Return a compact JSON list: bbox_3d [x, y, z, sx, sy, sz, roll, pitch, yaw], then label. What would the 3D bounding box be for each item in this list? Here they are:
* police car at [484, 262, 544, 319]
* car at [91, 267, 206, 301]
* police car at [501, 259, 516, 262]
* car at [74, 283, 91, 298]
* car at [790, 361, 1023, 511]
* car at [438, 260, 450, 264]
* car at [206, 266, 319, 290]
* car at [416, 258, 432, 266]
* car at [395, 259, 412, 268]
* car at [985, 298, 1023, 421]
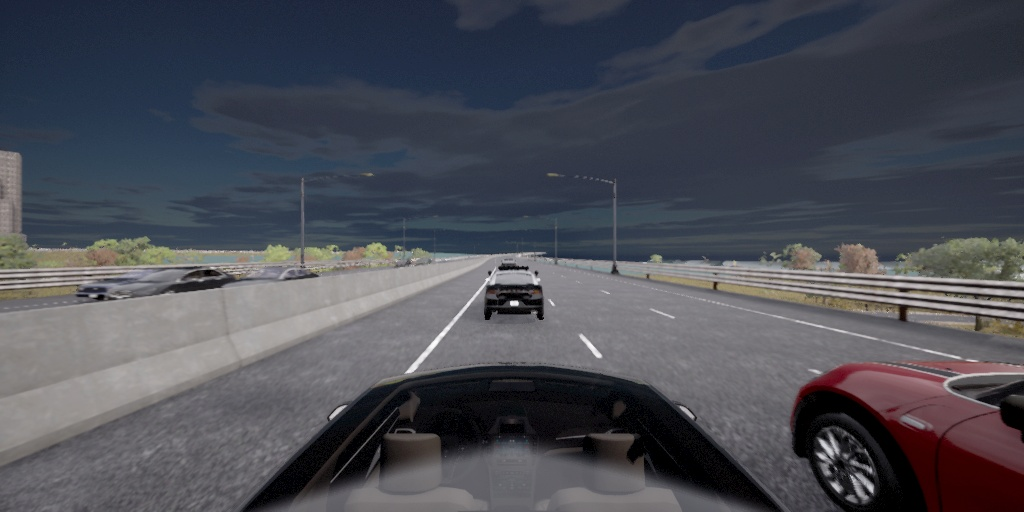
[{"bbox_3d":[0.051,1.173,13.019,1.930,1.638,5.238,0,0,0],"label":"police car"},{"bbox_3d":[-14.166,1.255,15.346,1.837,1.490,4.892,0,0,0],"label":"car"},{"bbox_3d":[-0.427,1.154,43.955,1.930,1.638,5.238,0,0,-1],"label":"police car"},{"bbox_3d":[-17.684,1.297,17.780,2.033,1.411,5.357,0,0,-1],"label":"car"},{"bbox_3d":[3.592,1.101,1.378,2.097,1.767,4.553,0,0,0],"label":"car"},{"bbox_3d":[-11.533,1.291,61.515,1.994,1.385,4.181,0,0,-2],"label":"car"},{"bbox_3d":[-10.674,1.241,16.293,2.128,1.511,4.902,0,0,-1],"label":"car"},{"bbox_3d":[-15.032,1.071,61.429,2.097,1.767,4.553,0,0,-2],"label":"car"},{"bbox_3d":[-18.529,1.273,61.280,1.837,1.490,4.892,0,0,-2],"label":"car"},{"bbox_3d":[7.092,1.274,2.354,1.812,1.442,4.674,0,0,0],"label":"car"}]
